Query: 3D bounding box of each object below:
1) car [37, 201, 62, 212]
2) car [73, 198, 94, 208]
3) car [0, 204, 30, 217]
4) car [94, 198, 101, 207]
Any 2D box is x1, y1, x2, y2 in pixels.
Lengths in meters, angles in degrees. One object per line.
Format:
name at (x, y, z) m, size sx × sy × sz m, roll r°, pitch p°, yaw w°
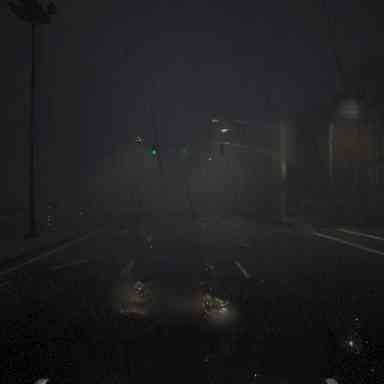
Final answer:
car at (-19.772, 1.992, 46.457) m, size 1.837 × 1.490 × 4.892 m, roll 0°, pitch -1°, yaw 0°
car at (-19.779, 2.163, 59.886) m, size 1.812 × 1.442 × 4.674 m, roll 0°, pitch -1°, yaw 0°
car at (-19.749, 1.980, 36.749) m, size 1.895 × 1.301 × 4.718 m, roll 0°, pitch -1°, yaw -1°
car at (-19.776, 2.066, 66.558) m, size 2.097 × 1.767 × 4.553 m, roll 0°, pitch -1°, yaw 0°
